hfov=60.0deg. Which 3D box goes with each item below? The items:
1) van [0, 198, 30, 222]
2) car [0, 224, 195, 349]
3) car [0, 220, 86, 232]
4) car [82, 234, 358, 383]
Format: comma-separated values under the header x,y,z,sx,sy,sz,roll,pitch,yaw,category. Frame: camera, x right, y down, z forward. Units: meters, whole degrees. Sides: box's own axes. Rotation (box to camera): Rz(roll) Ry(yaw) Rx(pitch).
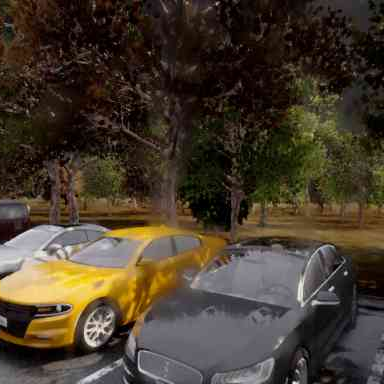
x,y,z,sx,sy,sz,roll,pitch,yaw,category
-7.987,1.255,11.295,1.878,1.987,4.442,0,0,35,van
-1.108,1.481,6.551,2.097,1.535,5.008,0,0,35,car
-3.380,1.522,8.164,2.002,1.452,4.674,0,0,35,car
1.162,1.481,4.938,2.231,1.521,4.892,0,0,35,car
